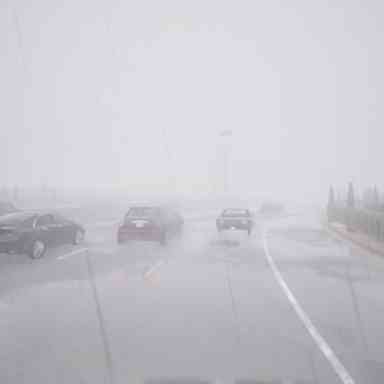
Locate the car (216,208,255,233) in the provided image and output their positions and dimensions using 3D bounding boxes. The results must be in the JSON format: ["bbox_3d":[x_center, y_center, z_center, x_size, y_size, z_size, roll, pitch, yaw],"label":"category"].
[{"bbox_3d":[2.694,1.615,19.687,1.895,1.301,4.718,0,0,14],"label":"car"}]

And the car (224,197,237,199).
[{"bbox_3d":[6.892,1.615,60.440,2.033,1.411,5.357,0,0,36],"label":"car"}]

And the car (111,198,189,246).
[{"bbox_3d":[-1.733,1.345,15.440,2.097,1.767,4.553,0,0,10],"label":"car"}]

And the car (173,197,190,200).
[{"bbox_3d":[-2.255,1.472,53.182,1.882,1.535,5.008,0,0,32],"label":"car"}]

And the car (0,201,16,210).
[{"bbox_3d":[-11.954,1.299,18.803,2.097,1.767,4.553,0,0,12],"label":"car"}]

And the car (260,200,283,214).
[{"bbox_3d":[8.735,1.568,36.380,1.812,1.442,4.674,0,0,25],"label":"car"}]

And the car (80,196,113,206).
[{"bbox_3d":[-11.918,1.301,41.988,2.097,1.767,4.553,0,0,24],"label":"car"}]

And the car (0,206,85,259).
[{"bbox_3d":[-5.785,1.480,12.497,1.837,1.490,4.892,0,0,8],"label":"car"}]
